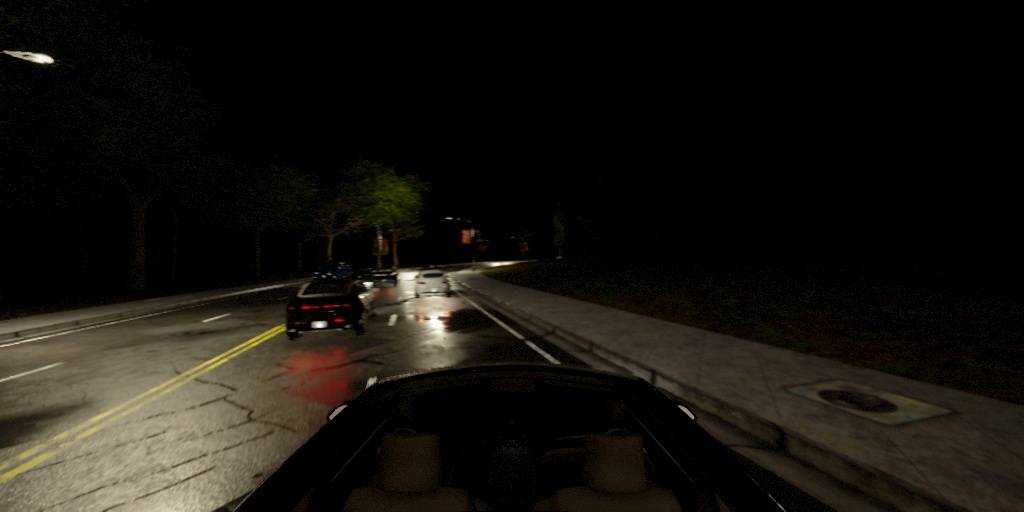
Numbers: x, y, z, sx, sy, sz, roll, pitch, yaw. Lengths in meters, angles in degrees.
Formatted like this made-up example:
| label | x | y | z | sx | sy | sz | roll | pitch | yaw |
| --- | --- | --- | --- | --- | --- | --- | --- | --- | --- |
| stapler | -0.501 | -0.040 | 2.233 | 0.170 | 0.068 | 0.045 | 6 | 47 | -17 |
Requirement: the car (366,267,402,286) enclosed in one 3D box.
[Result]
| label | x | y | z | sx | sy | sz | roll | pitch | yaw |
| --- | --- | --- | --- | --- | --- | --- | --- | --- | --- |
| car | -10.071 | 1.647 | 29.022 | 2.128 | 1.511 | 4.902 | -1 | 0 | -13 |

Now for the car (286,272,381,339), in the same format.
| label | x | y | z | sx | sy | sz | roll | pitch | yaw |
| --- | --- | --- | --- | --- | --- | --- | --- | --- | --- |
| car | -5.311 | 1.439 | 11.009 | 1.837 | 1.490 | 4.892 | -1 | 0 | -16 |

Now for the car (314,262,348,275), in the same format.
| label | x | y | z | sx | sy | sz | roll | pitch | yaw |
| --- | --- | --- | --- | --- | --- | --- | --- | --- | --- |
| car | -18.466 | 1.633 | 37.090 | 2.150 | 2.045 | 5.566 | -2 | 0 | -9 |

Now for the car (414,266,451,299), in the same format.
| label | x | y | z | sx | sy | sz | roll | pitch | yaw |
| --- | --- | --- | --- | --- | --- | --- | --- | --- | --- |
| car | -4.467 | 1.495 | 20.045 | 1.812 | 1.442 | 4.674 | -1 | 0 | -15 |

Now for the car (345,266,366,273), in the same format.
| label | x | y | z | sx | sy | sz | roll | pitch | yaw |
| --- | --- | --- | --- | --- | --- | --- | --- | --- | --- |
| car | -15.032 | 1.882 | 36.464 | 1.994 | 1.385 | 4.181 | -1 | 0 | -9 |
